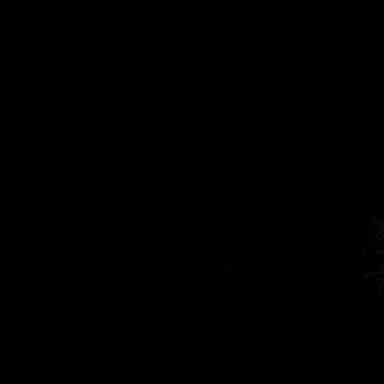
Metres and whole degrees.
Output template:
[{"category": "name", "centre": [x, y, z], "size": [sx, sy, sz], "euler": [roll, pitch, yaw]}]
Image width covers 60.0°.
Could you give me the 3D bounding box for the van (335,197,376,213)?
[{"category": "van", "centre": [20.932, 1.615, 43.366], "size": [1.878, 1.987, 4.442], "euler": [2, -1, -35]}]

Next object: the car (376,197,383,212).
[{"category": "car", "centre": [23.340, 1.671, 44.969], "size": [2.435, 2.045, 5.566], "euler": [2, -1, -35]}]
